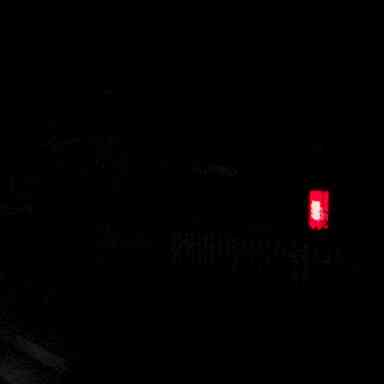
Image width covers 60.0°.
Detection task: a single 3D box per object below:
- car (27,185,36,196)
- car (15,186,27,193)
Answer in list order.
[{"bbox_3d":[-26.208,-0.262,57.943,4.605,1.855,1.932,2,1,36],"label":"car"},{"bbox_3d":[-37.475,-0.525,73.952,4.514,1.523,2.007,2,1,36],"label":"car"}]
